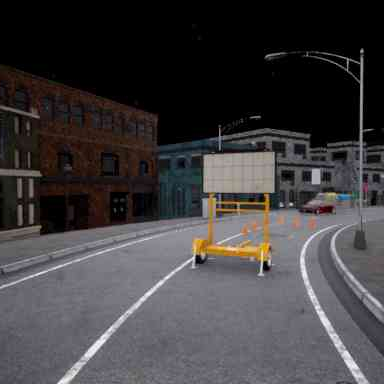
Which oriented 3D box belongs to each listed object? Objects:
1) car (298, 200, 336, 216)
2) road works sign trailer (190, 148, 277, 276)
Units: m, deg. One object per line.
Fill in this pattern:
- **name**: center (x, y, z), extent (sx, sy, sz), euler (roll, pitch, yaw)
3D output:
- **car**: center (12.421, 1.492, 32.853), extent (5.008, 1.535, 1.882), euler (0, 0, -42)
- **road works sign trailer**: center (1.522, 0.461, 10.620), extent (2.380, 3.560, 2.880), euler (0, 0, 24)
